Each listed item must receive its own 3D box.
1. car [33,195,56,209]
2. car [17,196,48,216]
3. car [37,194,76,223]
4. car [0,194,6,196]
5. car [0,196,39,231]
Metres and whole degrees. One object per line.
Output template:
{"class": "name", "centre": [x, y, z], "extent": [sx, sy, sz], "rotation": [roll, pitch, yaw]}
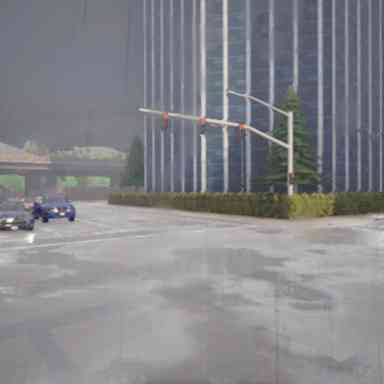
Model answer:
{"class": "car", "centre": [-20.485, 1.298, 46.095], "extent": [2.097, 1.767, 4.553], "rotation": [0, 0, -36]}
{"class": "car", "centre": [-16.066, 1.319, 33.371], "extent": [2.097, 1.767, 4.553], "rotation": [0, 0, -35]}
{"class": "car", "centre": [-10.644, 1.189, 25.574], "extent": [2.150, 2.045, 5.566], "rotation": [0, 0, -35]}
{"class": "car", "centre": [-16.276, 1.207, 27.536], "extent": [2.150, 2.045, 5.566], "rotation": [0, 0, -35]}
{"class": "car", "centre": [-10.754, 1.339, 19.618], "extent": [2.097, 1.767, 4.553], "rotation": [0, 0, -35]}
